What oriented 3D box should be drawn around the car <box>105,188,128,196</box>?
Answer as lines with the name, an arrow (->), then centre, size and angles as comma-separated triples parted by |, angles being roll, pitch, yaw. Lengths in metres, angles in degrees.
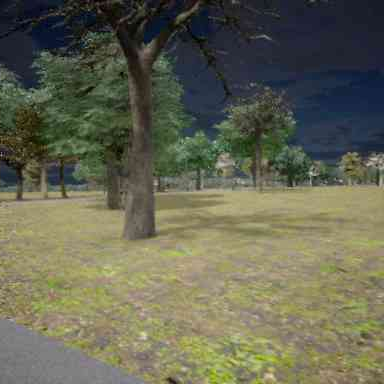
car -> -15.183, 0.038, 66.883 | 1.882, 1.535, 5.008 | -1, 1, 38
